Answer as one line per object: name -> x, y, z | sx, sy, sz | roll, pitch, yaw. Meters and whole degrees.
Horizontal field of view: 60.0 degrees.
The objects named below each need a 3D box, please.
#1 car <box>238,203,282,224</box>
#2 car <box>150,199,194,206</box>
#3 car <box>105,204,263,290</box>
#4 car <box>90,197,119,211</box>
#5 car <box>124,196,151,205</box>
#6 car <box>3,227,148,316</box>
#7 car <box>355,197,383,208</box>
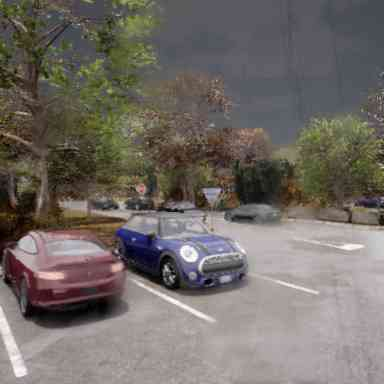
car -> 4.222, 1.465, 23.421 | 1.994, 1.385, 4.181 | -3, 2, -38
car -> -0.800, 1.471, 24.760 | 2.128, 1.511, 4.902 | -3, 2, -35
car -> -0.501, 1.401, 9.474 | 2.185, 1.767, 4.553 | 1, 0, -35
car -> -10.047, 1.319, 37.846 | 2.033, 1.411, 5.357 | -3, 2, -36
car -> -5.975, 1.198, 37.439 | 1.837, 1.490, 4.892 | -3, 2, -36
car -> -3.058, 1.537, 7.596 | 2.002, 1.452, 4.674 | 1, 0, -35
car -> 27.809, 1.489, 51.606 | 2.097, 1.767, 4.553 | -3, 3, -35
